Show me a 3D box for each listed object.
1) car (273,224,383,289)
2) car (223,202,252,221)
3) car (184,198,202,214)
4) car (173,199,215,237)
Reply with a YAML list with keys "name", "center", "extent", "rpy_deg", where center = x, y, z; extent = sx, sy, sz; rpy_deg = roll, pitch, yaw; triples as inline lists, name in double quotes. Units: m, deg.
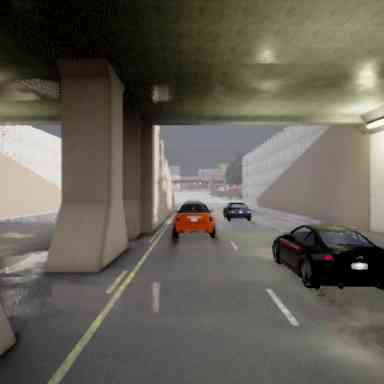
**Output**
- name: "car"
  center: [3.603, 1.561, 9.153]
  extent: [1.994, 1.385, 4.181]
  rpy_deg: [0, 0, 0]
- name: "car"
  center: [3.610, 1.540, 27.086]
  extent: [2.033, 1.411, 5.357]
  rpy_deg: [0, 0, 0]
- name: "car"
  center: [0.113, 1.495, 36.976]
  extent: [1.837, 1.490, 4.892]
  rpy_deg: [0, 0, 0]
- name: "car"
  center: [0.108, 1.347, 18.138]
  extent: [2.097, 1.767, 4.553]
  rpy_deg: [0, 0, 0]
